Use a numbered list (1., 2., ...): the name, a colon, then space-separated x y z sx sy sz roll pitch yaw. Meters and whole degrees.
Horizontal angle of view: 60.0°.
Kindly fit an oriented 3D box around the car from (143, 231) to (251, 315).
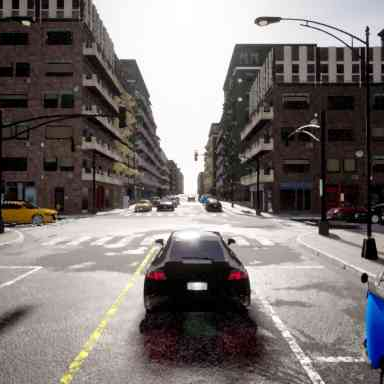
1. car: 0.088 1.566 7.642 1.994 1.385 4.181 0 0 0

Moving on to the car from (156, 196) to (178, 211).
1. car: -3.168 1.580 40.966 1.994 1.385 4.181 0 0 0

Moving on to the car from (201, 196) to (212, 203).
1. car: 2.625 1.569 45.628 2.008 1.369 4.403 1 0 0

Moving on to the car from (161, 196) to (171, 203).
1. car: -5.802 1.578 73.827 1.887 1.381 4.507 1 0 0

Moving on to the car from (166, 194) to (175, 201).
1. car: -5.829 1.484 90.755 1.967 1.590 4.097 1 0 0

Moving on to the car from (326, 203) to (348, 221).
1. car: 13.594 1.609 28.189 4.097 1.590 1.967 0 -1 1

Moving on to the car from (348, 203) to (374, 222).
1. car: 15.065 1.636 25.581 4.892 1.490 1.837 0 -1 0

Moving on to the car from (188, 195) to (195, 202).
1. car: -0.137 1.562 80.516 2.128 1.511 4.902 0 0 0

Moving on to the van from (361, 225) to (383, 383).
1. van: 2.670 1.342 2.039 1.690 1.788 3.998 1 0 0

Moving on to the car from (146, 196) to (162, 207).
1. car: -5.762 1.461 51.257 1.967 1.590 4.097 1 0 0

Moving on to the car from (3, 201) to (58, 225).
1. car: -11.878 1.419 22.841 5.008 1.535 1.882 1 -1 -3

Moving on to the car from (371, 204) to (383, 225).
1. car: 13.504 1.584 19.808 4.313 1.339 1.947 0 -1 1

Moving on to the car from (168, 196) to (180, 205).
1. car: -3.171 1.503 60.059 1.882 1.535 5.008 0 0 0

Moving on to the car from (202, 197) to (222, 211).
1. car: 2.635 1.581 39.986 1.947 1.339 4.313 1 0 0

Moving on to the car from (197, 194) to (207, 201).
1. car: 2.562 1.355 85.126 2.192 1.841 5.009 1 0 0

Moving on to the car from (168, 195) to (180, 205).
1. car: -3.181 1.497 49.683 1.882 1.535 5.008 0 0 0

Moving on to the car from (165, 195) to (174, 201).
1. car: -5.822 1.591 85.112 2.008 1.369 4.403 1 0 0

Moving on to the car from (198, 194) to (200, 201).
1. car: 2.587 1.555 68.369 1.752 1.417 4.829 1 0 0

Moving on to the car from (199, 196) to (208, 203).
1. car: 2.577 1.615 73.841 1.802 1.307 4.206 1 0 0

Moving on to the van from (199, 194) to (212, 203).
1. van: 2.610 1.365 56.913 1.690 1.788 3.998 1 0 0

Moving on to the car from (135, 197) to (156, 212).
1. car: -5.744 1.541 39.801 1.752 1.417 4.829 1 0 0

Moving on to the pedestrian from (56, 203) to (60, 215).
1. pedestrian: -12.592 1.598 31.395 0.500 1.100 0.500 0 -1 1
